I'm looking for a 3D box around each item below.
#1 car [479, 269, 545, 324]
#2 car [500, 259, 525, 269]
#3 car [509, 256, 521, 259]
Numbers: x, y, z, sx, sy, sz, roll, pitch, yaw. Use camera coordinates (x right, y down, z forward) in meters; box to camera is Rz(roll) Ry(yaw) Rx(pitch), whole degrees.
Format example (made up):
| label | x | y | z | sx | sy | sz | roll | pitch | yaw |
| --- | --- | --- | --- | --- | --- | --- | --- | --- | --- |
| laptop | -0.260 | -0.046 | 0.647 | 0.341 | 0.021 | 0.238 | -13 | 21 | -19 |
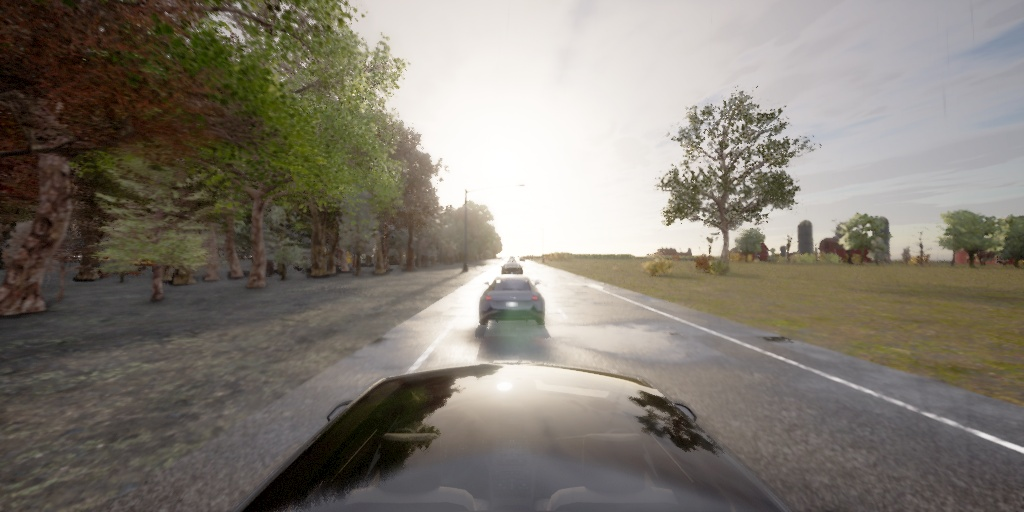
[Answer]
| label | x | y | z | sx | sy | sz | roll | pitch | yaw |
| --- | --- | --- | --- | --- | --- | --- | --- | --- | --- |
| car | 0.001 | 1.318 | 11.963 | 1.994 | 1.385 | 4.181 | 0 | 0 | 0 |
| car | 0.006 | 1.237 | 30.975 | 1.882 | 1.535 | 5.008 | 0 | 0 | 0 |
| car | 0.013 | 1.241 | 62.136 | 2.128 | 1.511 | 4.902 | 0 | 0 | 0 |
